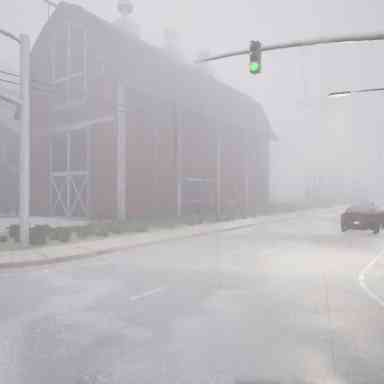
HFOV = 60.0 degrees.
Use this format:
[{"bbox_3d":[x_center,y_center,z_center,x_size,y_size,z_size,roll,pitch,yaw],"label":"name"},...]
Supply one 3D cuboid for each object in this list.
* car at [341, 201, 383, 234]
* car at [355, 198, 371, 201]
[{"bbox_3d":[10.210,1.503,19.641,1.882,1.535,5.008,0,0,36],"label":"car"},{"bbox_3d":[20.002,1.505,38.940,1.837,1.490,4.892,0,0,37],"label":"car"}]
